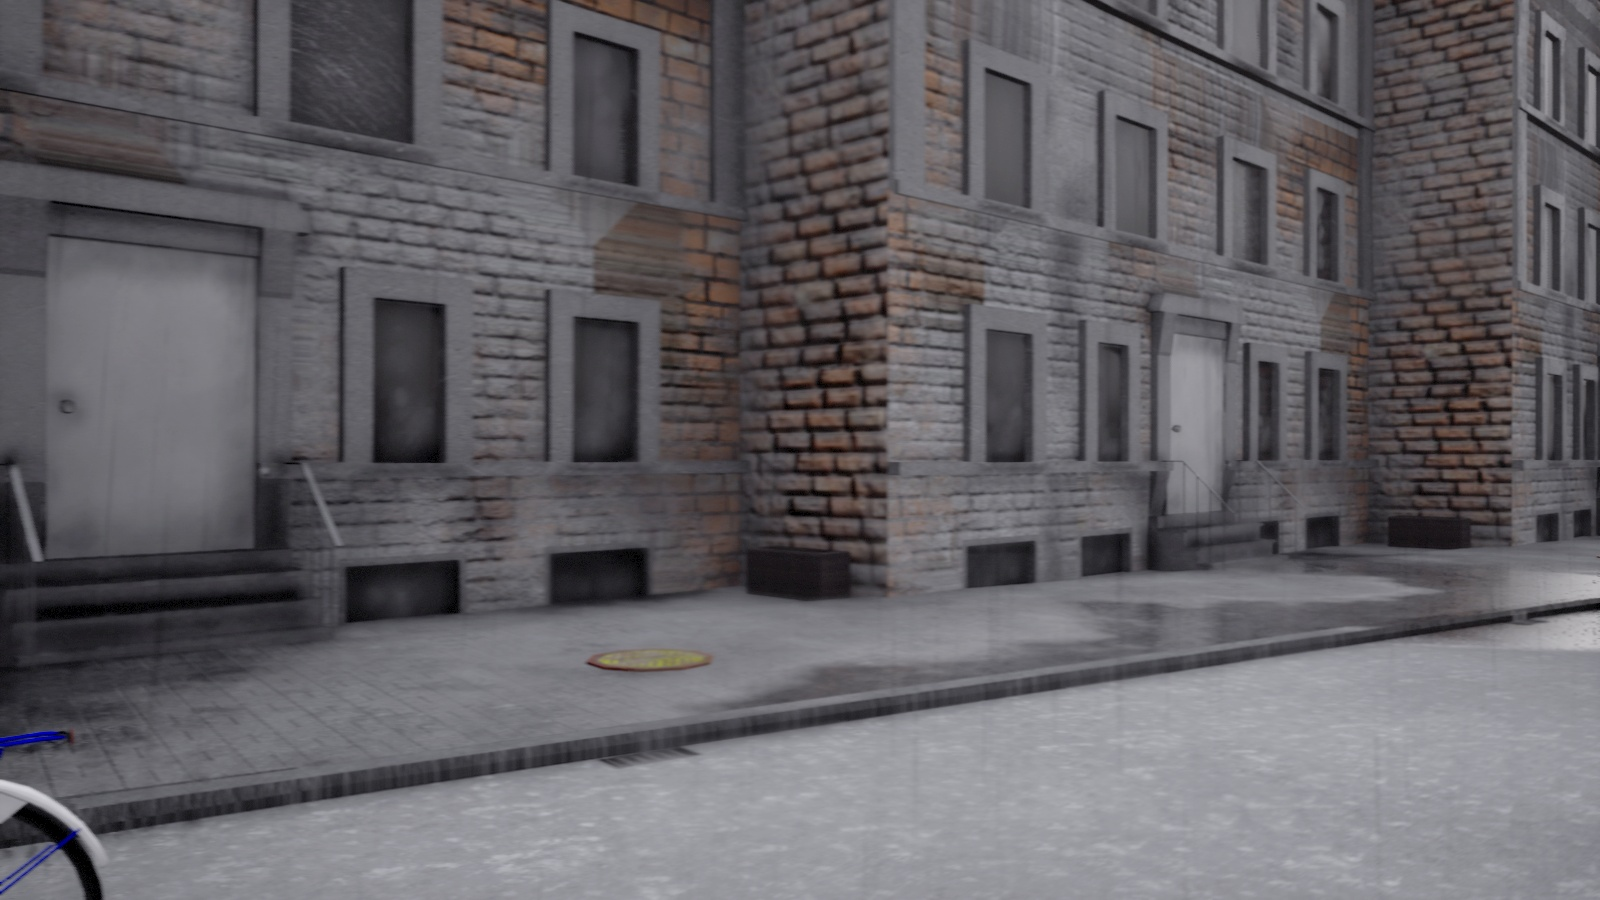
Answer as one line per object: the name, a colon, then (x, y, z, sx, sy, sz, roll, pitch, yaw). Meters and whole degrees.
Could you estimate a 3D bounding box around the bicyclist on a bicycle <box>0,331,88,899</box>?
bicyclist on a bicycle: (-2.523, 0.626, 2.509, 1.843, 1.776, 0.659, 1, -1, -35)
